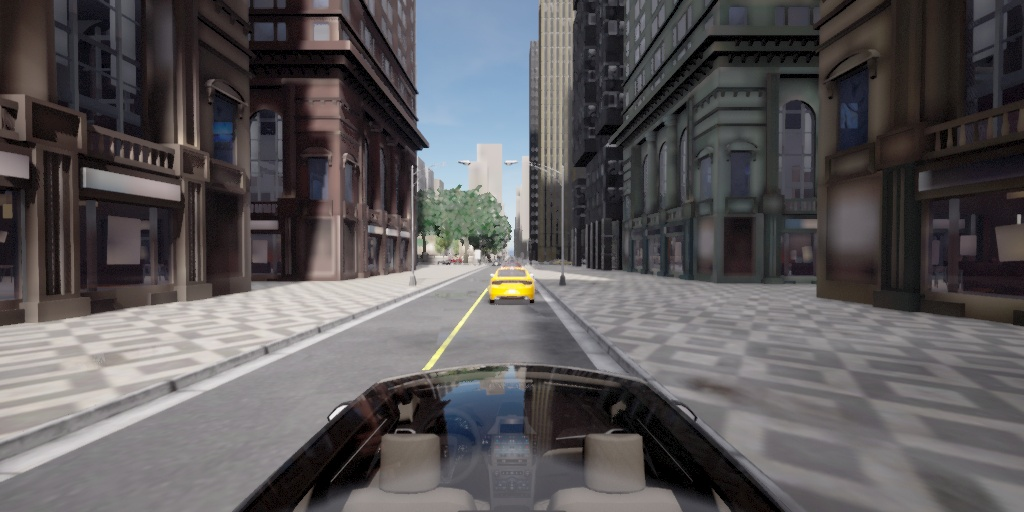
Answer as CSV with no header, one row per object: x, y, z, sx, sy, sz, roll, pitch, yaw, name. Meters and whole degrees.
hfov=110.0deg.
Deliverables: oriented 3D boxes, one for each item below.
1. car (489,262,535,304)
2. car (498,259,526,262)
0.001,1.234,16.503,1.882,1.535,5.008,0,0,0,car
0.001,1.244,31.505,1.882,1.535,5.008,0,0,0,car
